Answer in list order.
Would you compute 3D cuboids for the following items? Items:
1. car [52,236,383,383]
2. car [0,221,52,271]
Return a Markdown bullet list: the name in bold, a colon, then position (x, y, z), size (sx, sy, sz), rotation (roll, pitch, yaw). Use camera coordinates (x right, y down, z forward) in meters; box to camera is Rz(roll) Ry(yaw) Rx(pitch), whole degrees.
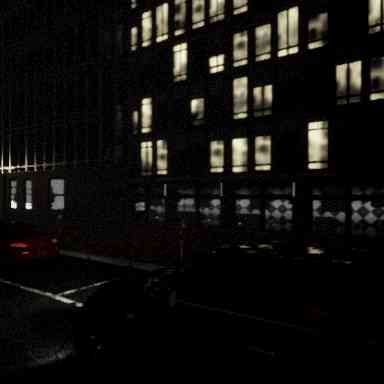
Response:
- **car**: position (0.673, 1.366, 3.866), size (4.553, 1.767, 2.097), rotation (0, 0, 35)
- **car**: position (-6.015, 1.602, 10.809), size (4.206, 1.307, 1.802), rotation (0, 0, 35)
